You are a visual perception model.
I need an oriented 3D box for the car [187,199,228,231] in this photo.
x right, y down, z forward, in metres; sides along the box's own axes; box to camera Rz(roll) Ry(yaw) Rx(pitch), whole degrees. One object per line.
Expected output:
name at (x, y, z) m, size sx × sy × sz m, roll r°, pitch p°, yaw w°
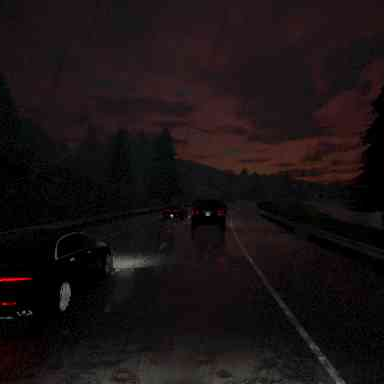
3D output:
car at (1.173, 1.459, 22.703) m, size 2.150 × 2.045 × 5.566 m, roll 0°, pitch 0°, yaw 5°

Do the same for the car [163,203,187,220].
car at (-1.471, 1.824, 31.255) m, size 1.837 × 1.490 × 4.892 m, roll 0°, pitch -1°, yaw 6°

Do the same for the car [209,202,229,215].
car at (3.448, 1.977, 41.545) m, size 2.033 × 1.411 × 5.357 m, roll 0°, pitch -1°, yaw 9°

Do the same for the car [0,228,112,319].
car at (-3.217, 1.580, 7.563) m, size 1.837 × 1.490 × 4.892 m, roll 0°, pitch -1°, yaw 2°
